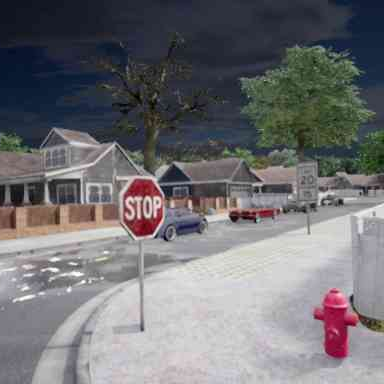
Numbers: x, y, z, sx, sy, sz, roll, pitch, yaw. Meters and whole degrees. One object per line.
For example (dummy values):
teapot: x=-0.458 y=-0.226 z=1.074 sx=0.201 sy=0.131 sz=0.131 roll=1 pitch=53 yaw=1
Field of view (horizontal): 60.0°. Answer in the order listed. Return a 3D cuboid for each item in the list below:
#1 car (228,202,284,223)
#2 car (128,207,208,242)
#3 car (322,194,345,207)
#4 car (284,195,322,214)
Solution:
car: x=4.363 y=1.349 z=22.870 sx=1.895 sy=1.301 sz=4.718 roll=-2 pitch=-1 yaw=36
car: x=-1.002 y=1.425 z=15.611 sx=1.994 sy=1.385 sz=4.181 roll=-2 pitch=-1 yaw=34
car: x=16.733 y=0.991 z=39.592 sx=2.128 sy=1.511 sz=4.902 roll=-2 pitch=0 yaw=37
car: x=9.909 y=0.988 z=30.411 sx=2.097 sy=1.767 sz=4.553 roll=-2 pitch=-1 yaw=37
